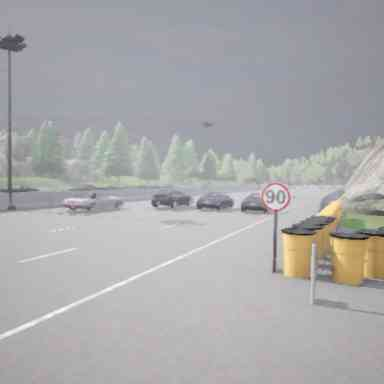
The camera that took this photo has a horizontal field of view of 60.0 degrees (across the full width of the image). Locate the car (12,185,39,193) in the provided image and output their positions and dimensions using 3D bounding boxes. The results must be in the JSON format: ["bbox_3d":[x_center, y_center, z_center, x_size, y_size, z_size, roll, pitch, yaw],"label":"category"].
[{"bbox_3d":[-21.921,-0.181,42.067,1.895,1.301,4.718,2,2,25],"label":"car"}]

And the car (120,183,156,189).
[{"bbox_3d":[-7.664,-0.236,47.651,1.837,1.490,4.892,2,2,25],"label":"car"}]

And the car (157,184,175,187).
[{"bbox_3d":[-3.503,-0.378,56.601,1.895,1.301,4.718,2,2,26],"label":"car"}]

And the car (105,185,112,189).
[{"bbox_3d":[-14.277,-0.606,58.304,1.895,1.301,4.718,2,2,26],"label":"car"}]

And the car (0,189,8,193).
[{"bbox_3d":[-17.574,0.334,26.634,1.812,1.442,4.674,2,2,25],"label":"car"}]

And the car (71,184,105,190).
[{"bbox_3d":[-15.313,-0.364,47.831,1.837,1.490,4.892,2,2,26],"label":"car"}]

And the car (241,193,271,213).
[{"bbox_3d":[5.160,0.781,25.243,1.994,1.385,4.181,2,2,25],"label":"car"}]

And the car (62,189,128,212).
[{"bbox_3d":[-6.950,0.663,24.123,1.895,1.301,4.718,2,2,25],"label":"car"}]

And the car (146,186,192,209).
[{"bbox_3d":[-1.528,0.540,27.456,1.837,1.490,4.892,2,2,25],"label":"car"}]

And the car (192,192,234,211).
[{"bbox_3d":[1.966,0.682,26.667,1.994,1.385,4.181,2,2,25],"label":"car"}]

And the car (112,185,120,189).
[{"bbox_3d":[-11.121,-0.545,56.829,1.994,1.385,4.181,2,2,25],"label":"car"}]
